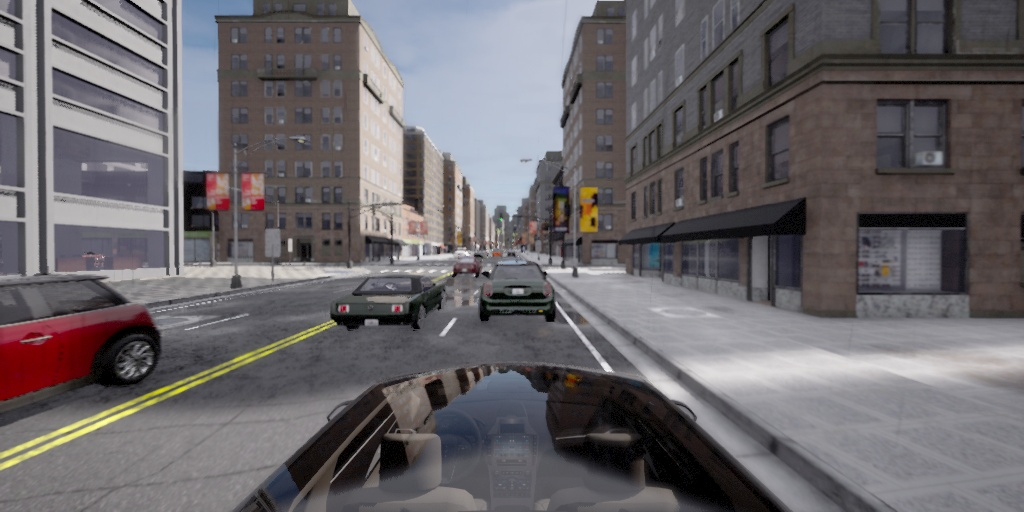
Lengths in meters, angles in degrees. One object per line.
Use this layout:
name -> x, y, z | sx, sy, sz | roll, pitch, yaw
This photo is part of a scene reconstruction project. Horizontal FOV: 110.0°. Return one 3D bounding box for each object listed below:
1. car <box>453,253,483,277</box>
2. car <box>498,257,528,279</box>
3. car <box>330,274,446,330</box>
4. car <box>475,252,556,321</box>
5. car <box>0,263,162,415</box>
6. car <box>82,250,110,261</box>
car -> -3.191, 0.739, 26.339 | 1.812, 1.442, 4.674 | 0, 1, 0
car -> 0.059, 0.786, 25.973 | 1.994, 1.385, 4.181 | 0, 1, 0
car -> -3.165, 1.166, 10.302 | 1.895, 1.301, 4.718 | 0, 1, 0
car -> 0.098, 0.893, 11.551 | 2.097, 1.767, 4.553 | 0, 2, -2
car -> -6.602, 1.058, 3.689 | 2.097, 1.767, 4.553 | 0, 1, 0
car -> -43.018, 0.168, 36.012 | 4.553, 1.767, 2.097 | 0, 1, 0
